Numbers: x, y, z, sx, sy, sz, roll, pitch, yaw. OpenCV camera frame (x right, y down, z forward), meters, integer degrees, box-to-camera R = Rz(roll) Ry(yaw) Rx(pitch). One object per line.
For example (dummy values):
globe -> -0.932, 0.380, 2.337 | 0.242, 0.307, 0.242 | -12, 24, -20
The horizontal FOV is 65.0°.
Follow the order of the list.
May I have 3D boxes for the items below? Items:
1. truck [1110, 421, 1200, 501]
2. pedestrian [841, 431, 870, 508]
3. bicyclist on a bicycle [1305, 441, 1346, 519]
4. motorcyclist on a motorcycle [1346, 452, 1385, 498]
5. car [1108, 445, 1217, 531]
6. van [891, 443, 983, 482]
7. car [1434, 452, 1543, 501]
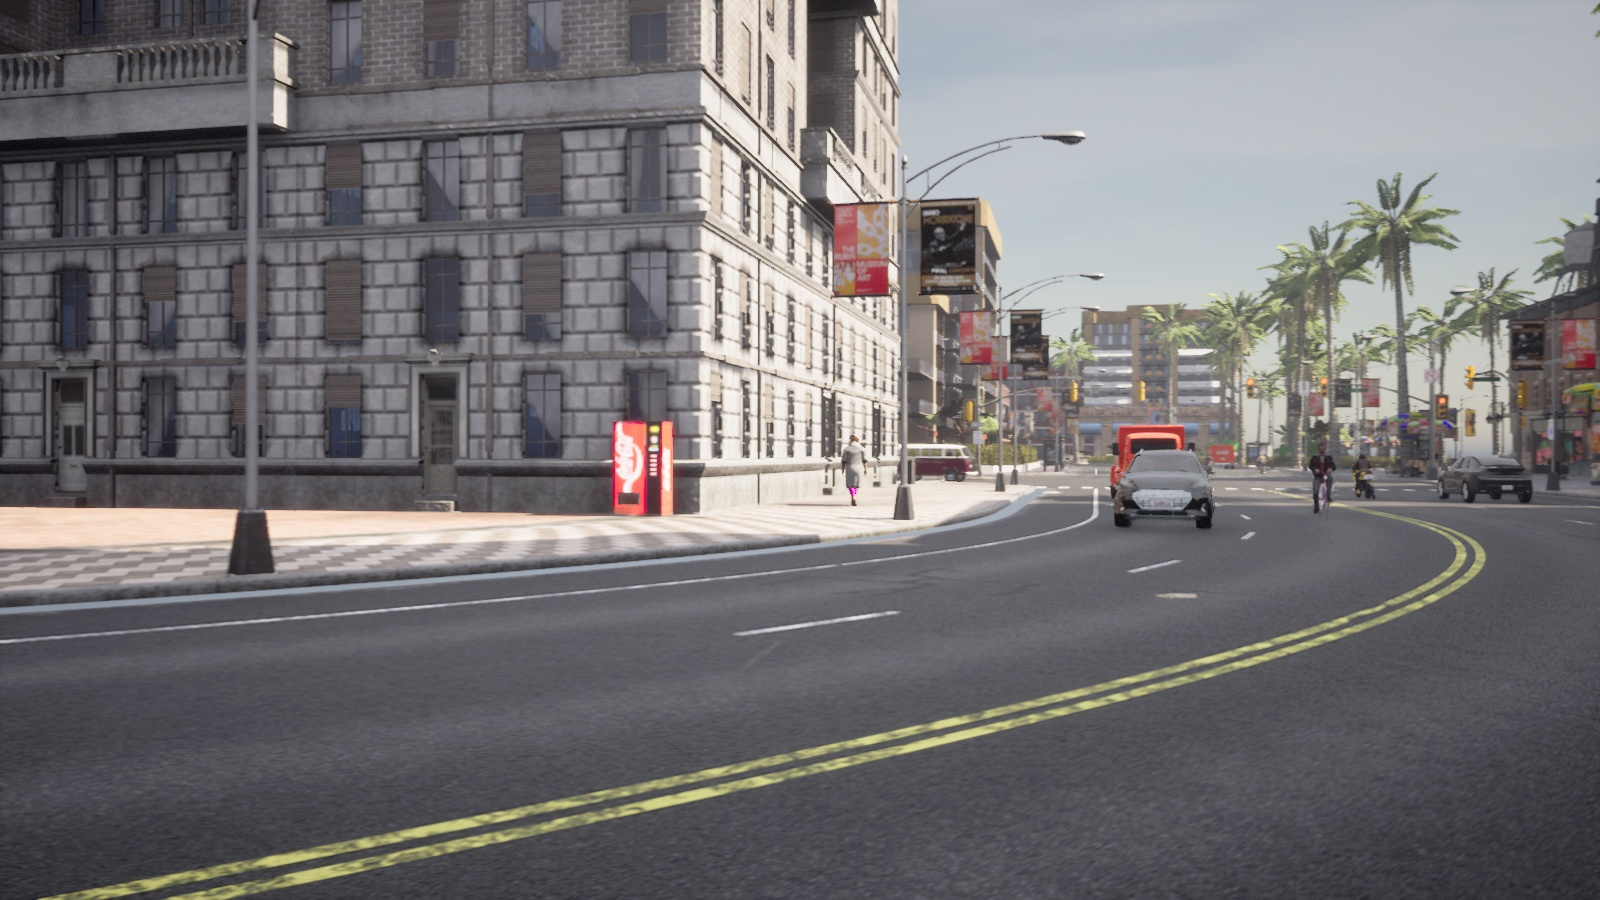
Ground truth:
truck -> 11.609, 0.365, 41.450 | 2.627, 2.467, 5.204 | 0, 0, 13
pedestrian -> 1.419, 0.505, 32.378 | 0.659, 1.952, 0.873 | 0, 0, -4
bicyclist on a bicycle -> 12.316, 0.680, 29.466 | 0.659, 1.776, 1.843 | 0, 0, 15
motorcyclist on a motorcycle -> 19.096, 0.815, 42.468 | 0.797, 1.523, 2.044 | 0, 0, 13
car -> 7.819, 0.743, 26.834 | 2.033, 1.649, 4.856 | 0, 0, 18
van -> 7.273, 0.669, 66.638 | 4.480, 2.038, 2.069 | 0, -1, 24
car -> 22.269, 0.824, 40.814 | 1.837, 1.490, 4.892 | 0, 0, 13
